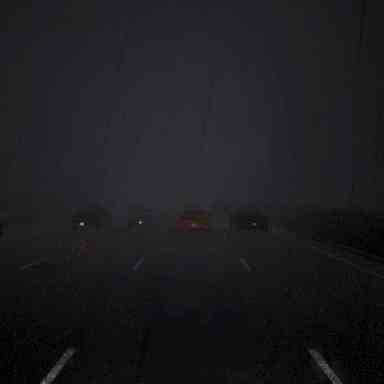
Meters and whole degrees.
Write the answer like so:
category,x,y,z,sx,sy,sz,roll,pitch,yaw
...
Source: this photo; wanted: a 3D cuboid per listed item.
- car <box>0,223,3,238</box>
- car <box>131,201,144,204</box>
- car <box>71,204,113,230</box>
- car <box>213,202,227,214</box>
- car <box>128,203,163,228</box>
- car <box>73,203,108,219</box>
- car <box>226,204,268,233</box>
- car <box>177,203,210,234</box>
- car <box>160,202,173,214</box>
category,x,y,z,sx,sy,sz,roll,pitch,yaw
car,-10.408,1.514,14.640,2.097,1.767,4.553,0,-1,0
car,-6.922,1.947,42.625,1.882,1.535,5.008,0,0,0
car,-6.912,1.765,23.335,1.837,1.490,4.892,0,0,0
car,3.580,1.946,41.088,2.128,1.511,4.902,0,-1,0
car,-3.412,1.794,24.286,1.812,1.442,4.674,0,0,0
car,-10.417,1.928,34.520,2.033,1.411,5.357,0,-1,0
car,3.589,1.716,21.567,1.882,1.535,5.008,0,0,0
car,0.089,1.711,21.063,1.882,1.535,5.008,0,0,0
car,-3.426,1.989,42.050,1.812,1.442,4.674,0,0,0
